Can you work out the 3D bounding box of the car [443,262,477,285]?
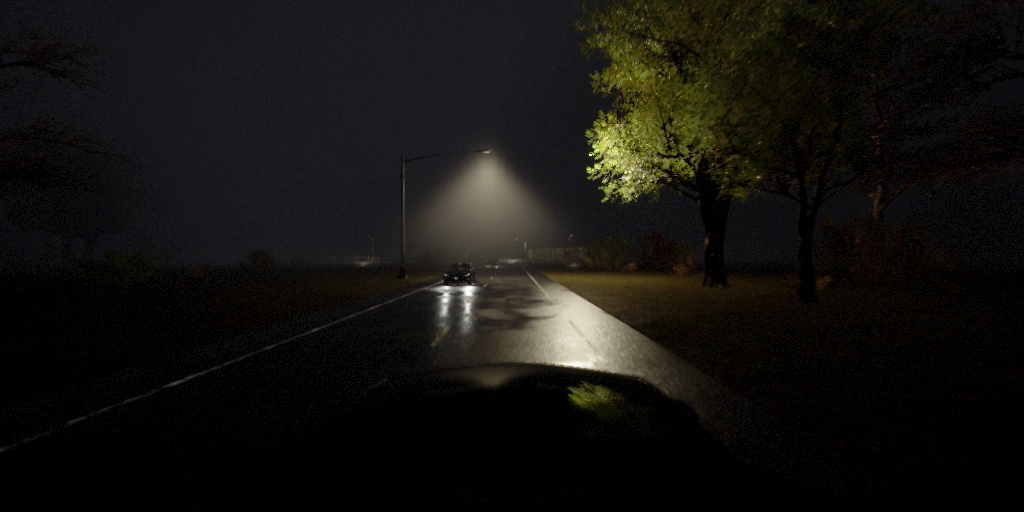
[{"bbox_3d":[-3.597,1.180,25.425,1.837,1.490,4.892,0,0,0],"label":"car"}]
